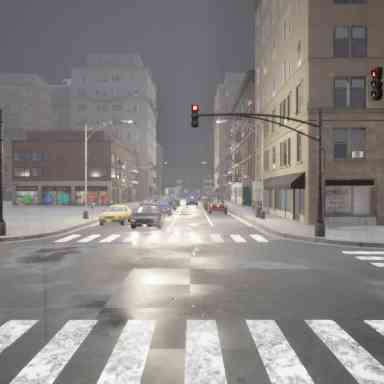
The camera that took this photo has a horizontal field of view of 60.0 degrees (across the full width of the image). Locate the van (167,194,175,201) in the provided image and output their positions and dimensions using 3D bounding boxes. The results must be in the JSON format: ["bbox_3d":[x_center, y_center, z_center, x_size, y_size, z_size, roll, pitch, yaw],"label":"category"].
[{"bbox_3d":[-5.391,1.349,86.371,1.690,1.788,3.998,0,0,0],"label":"van"}]

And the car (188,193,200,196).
[{"bbox_3d":[-0.003,1.226,64.208,2.150,2.045,5.566,0,0,0],"label":"car"}]

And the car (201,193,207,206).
[{"bbox_3d":[2.636,1.317,41.076,2.192,1.841,5.009,0,0,0],"label":"car"}]

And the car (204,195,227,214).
[{"bbox_3d":[2.636,1.442,35.414,1.967,1.590,4.097,0,0,0],"label":"car"}]

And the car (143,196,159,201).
[{"bbox_3d":[-5.389,1.553,41.076,2.008,1.369,4.403,0,0,0],"label":"car"}]

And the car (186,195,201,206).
[{"bbox_3d":[-0.002,1.604,53.906,1.895,1.301,4.718,0,0,0],"label":"car"}]

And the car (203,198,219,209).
[{"bbox_3d":[2.636,1.568,46.738,1.947,1.339,4.313,0,0,0],"label":"car"}]

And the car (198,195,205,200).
[{"bbox_3d":[2.634,1.575,92.033,1.947,1.339,4.313,0,0,0],"label":"car"}]

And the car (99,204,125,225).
[{"bbox_3d":[-5.388,1.526,23.920,1.752,1.417,4.829,0,0,0],"label":"car"}]

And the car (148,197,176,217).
[{"bbox_3d":[-2.839,1.527,32.014,1.812,1.442,4.674,0,0,0],"label":"car"}]

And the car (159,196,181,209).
[{"bbox_3d":[-2.789,1.550,41.788,2.033,1.411,5.357,0,0,1],"label":"car"}]

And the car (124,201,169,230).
[{"bbox_3d":[-2.788,1.548,21.653,2.033,1.411,5.357,0,0,-2],"label":"car"}]

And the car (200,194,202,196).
[{"bbox_3d":[2.635,1.556,69.386,2.008,1.369,4.403,0,0,0],"label":"car"}]
